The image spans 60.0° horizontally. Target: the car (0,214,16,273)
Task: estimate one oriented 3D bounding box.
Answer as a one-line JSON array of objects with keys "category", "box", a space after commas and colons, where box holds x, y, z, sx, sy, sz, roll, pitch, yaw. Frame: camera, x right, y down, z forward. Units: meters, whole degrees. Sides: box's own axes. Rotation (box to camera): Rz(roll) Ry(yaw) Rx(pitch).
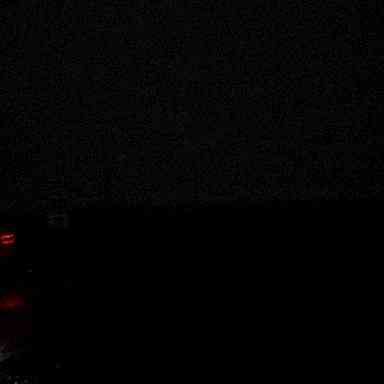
[{"category": "car", "box": [-7.951, 1.707, 11.561, 2.150, 2.045, 5.566, 0, -2, -44]}]
